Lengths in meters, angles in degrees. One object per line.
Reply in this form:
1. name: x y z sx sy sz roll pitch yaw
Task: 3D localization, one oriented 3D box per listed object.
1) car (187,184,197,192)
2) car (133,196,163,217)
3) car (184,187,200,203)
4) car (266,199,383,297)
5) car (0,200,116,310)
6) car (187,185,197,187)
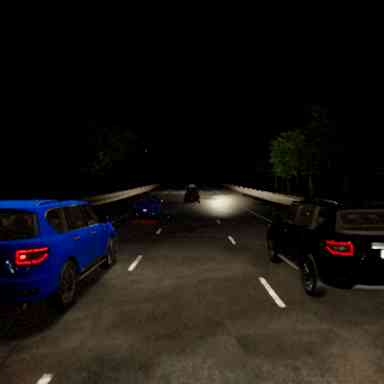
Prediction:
1. car: 0.057 -0.911 73.612 2.128 1.511 4.902 0 3 0
2. car: -3.379 1.086 26.303 1.882 1.535 5.008 0 2 0
3. car: 0.031 0.505 42.246 1.882 1.535 5.008 0 2 0
4. car: 3.507 1.170 8.576 2.150 2.045 5.566 0 1 0
5. car: -3.394 1.178 7.865 2.150 2.045 5.566 0 1 0
6. car: 0.144 -0.149 56.817 1.882 1.535 5.008 0 2 0
